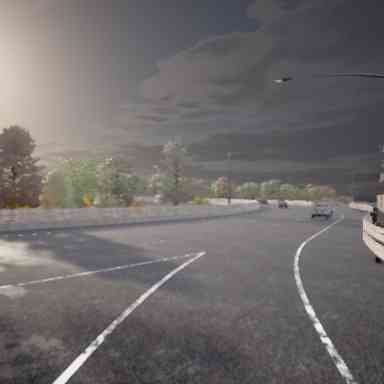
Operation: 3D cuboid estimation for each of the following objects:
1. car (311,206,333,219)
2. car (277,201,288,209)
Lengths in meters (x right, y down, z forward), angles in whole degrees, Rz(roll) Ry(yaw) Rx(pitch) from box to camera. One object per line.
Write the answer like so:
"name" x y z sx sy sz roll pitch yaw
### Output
"car" 14.260 2.193 36.430 2.033 1.411 5.357 0 -1 27
"car" 18.353 2.597 67.701 1.837 1.490 4.892 1 -1 11
